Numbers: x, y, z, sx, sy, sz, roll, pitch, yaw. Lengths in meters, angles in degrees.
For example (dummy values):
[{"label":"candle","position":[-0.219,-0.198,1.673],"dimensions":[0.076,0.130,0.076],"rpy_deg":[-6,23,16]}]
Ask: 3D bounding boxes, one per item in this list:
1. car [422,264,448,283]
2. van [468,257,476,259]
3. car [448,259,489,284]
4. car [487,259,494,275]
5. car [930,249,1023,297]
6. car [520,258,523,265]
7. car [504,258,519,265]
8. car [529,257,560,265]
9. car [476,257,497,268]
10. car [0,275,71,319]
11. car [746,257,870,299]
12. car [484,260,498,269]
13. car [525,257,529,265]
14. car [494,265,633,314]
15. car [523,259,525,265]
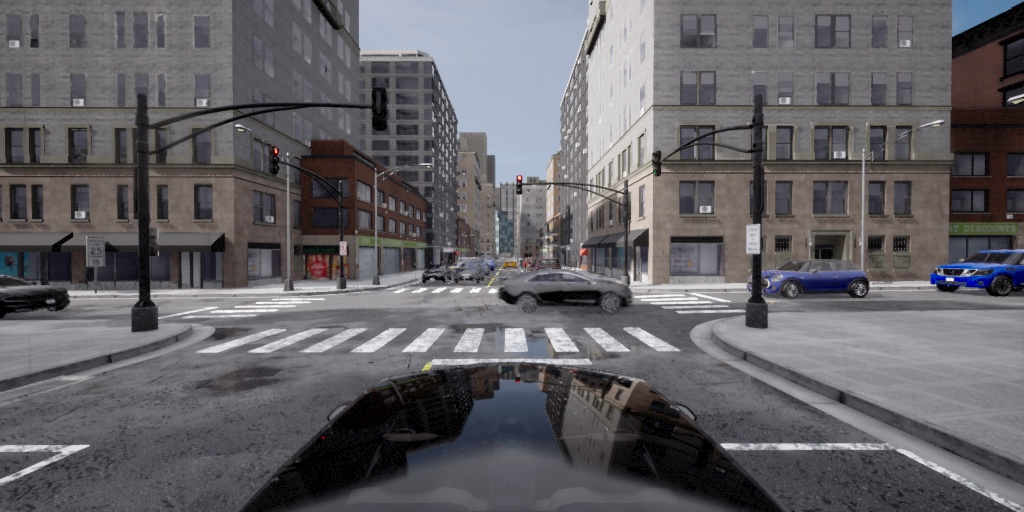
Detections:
[{"label":"car","position":[-5.780,1.318,28.140],"dimensions":[1.948,1.339,4.313],"rpy_deg":[0,0,0]},{"label":"van","position":[-5.855,1.092,44.897],"dimensions":[1.690,1.789,3.998],"rpy_deg":[0,0,0]},{"label":"car","position":[-3.204,1.244,27.311],"dimensions":[2.128,1.511,4.902],"rpy_deg":[0,0,0]},{"label":"car","position":[-3.245,1.300,37.133],"dimensions":[2.033,1.411,5.357],"rpy_deg":[0,0,0]},{"label":"car","position":[22.978,0.707,16.563],"dimensions":[5.566,2.045,2.150],"rpy_deg":[-1,1,0]},{"label":"car","position":[2.651,1.064,50.521],"dimensions":[2.192,1.841,5.009],"rpy_deg":[0,0,0]},{"label":"car","position":[-0.242,1.225,57.149],"dimensions":[1.882,1.535,5.008],"rpy_deg":[0,0,0]},{"label":"car","position":[2.746,1.066,28.178],"dimensions":[2.192,1.841,5.009],"rpy_deg":[0,0,0]},{"label":"car","position":[-3.277,1.229,47.064],"dimensions":[1.882,1.535,5.008],"rpy_deg":[0,0,0]},{"label":"car","position":[-19.266,1.408,13.013],"dimensions":[5.008,1.535,1.882],"rpy_deg":[-1,1,0]},{"label":"car","position":[13.402,0.937,16.455],"dimensions":[4.553,1.767,2.097],"rpy_deg":[-1,1,-1]},{"label":"car","position":[-3.297,1.295,57.445],"dimensions":[2.033,1.411,5.357],"rpy_deg":[0,0,0]},{"label":"car","position":[2.722,1.067,33.764],"dimensions":[2.192,1.841,5.009],"rpy_deg":[0,0,0]},{"label":"car","position":[1.891,1.234,13.200],"dimensions":[4.902,1.511,2.128],"rpy_deg":[0,0,0]},{"label":"car","position":[2.674,1.276,45.105],"dimensions":[1.751,1.417,4.829],"rpy_deg":[0,0,0]}]
